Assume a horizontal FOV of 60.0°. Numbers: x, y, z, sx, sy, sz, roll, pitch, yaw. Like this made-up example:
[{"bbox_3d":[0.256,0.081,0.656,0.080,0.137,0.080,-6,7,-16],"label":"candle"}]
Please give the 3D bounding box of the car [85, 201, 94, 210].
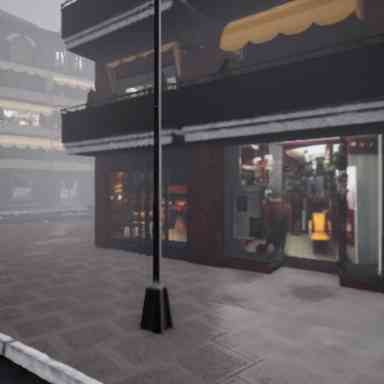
[{"bbox_3d":[-8.420,1.094,32.901,4.206,1.307,1.802,-1,2,-40],"label":"car"}]
